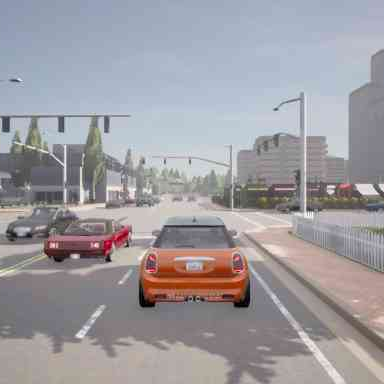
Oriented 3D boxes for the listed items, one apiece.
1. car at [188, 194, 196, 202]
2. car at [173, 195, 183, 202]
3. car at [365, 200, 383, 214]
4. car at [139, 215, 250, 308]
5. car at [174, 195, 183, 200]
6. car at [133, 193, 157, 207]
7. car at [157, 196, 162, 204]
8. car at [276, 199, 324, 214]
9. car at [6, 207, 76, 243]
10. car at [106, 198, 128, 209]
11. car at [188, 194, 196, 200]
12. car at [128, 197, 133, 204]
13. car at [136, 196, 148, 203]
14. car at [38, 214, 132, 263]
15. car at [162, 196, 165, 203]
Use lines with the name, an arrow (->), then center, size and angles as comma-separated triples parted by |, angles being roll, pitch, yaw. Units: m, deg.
car -> -0.039, 1.531, 77.437 | 2.033, 1.411, 5.357 | 0, 0, 0
car -> -3.539, 1.513, 77.754 | 1.812, 1.442, 4.674 | 0, 0, 0
car -> 20.898, 1.478, 35.005 | 5.008, 1.535, 1.882 | 0, 0, -2
car -> 0.060, 1.352, 8.101 | 2.097, 1.767, 4.553 | 0, 0, 0
car -> -3.544, 1.425, 87.709 | 1.994, 1.385, 4.181 | 0, 0, 0
car -> -7.121, 1.221, 51.161 | 2.150, 2.045, 5.566 | 0, 0, 1
car -> -7.101, 1.564, 61.200 | 1.994, 1.385, 4.181 | 0, 0, 0
car -> 11.254, 1.491, 34.762 | 4.902, 1.511, 2.128 | 0, 0, -1
car -> -7.109, 1.491, 16.295 | 2.128, 1.511, 4.902 | 0, 0, 0
car -> -10.621, 1.564, 46.334 | 1.994, 1.385, 4.181 | 0, 0, 0
car -> -0.044, 1.398, 87.712 | 2.128, 1.511, 4.902 | 0, 0, 0
car -> -10.609, 1.601, 57.649 | 1.895, 1.301, 4.718 | 0, 0, 0
car -> -10.535, 1.552, 70.026 | 1.994, 1.385, 4.181 | 0, 0, 0
car -> -3.422, 1.601, 11.996 | 1.895, 1.301, 4.718 | 0, 0, 0
car -> -7.036, 1.524, 72.142 | 1.812, 1.442, 4.674 | 0, 0, 0
